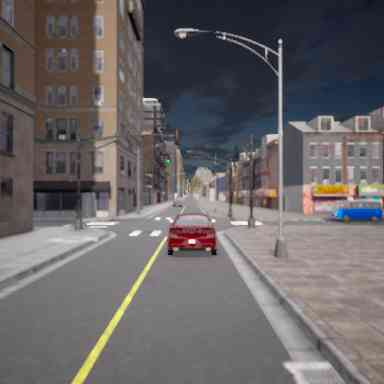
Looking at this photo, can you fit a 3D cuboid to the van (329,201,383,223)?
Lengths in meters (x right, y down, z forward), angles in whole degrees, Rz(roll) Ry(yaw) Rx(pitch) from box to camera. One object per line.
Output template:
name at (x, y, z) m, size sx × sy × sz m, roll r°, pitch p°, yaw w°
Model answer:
van at (13.730, 1.616, 27.846) m, size 3.998 × 1.788 × 1.690 m, roll 0°, pitch -1°, yaw 0°

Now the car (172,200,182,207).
car at (-2.810, 2.211, 63.156) m, size 1.837 × 1.490 × 4.892 m, roll 0°, pitch -1°, yaw 1°

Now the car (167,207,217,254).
car at (0.021, 1.620, 14.218) m, size 1.882 × 1.535 × 5.008 m, roll 0°, pitch 0°, yaw 0°
